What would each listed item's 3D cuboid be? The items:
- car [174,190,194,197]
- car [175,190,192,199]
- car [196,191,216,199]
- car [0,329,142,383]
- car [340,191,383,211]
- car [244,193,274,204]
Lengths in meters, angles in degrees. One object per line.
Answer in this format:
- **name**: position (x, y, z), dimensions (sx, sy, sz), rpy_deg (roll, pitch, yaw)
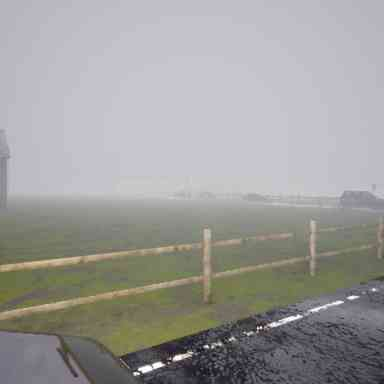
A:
- **car**: position (-1.836, 0.358, 71.785), dimensions (1.837, 1.490, 4.892), rpy_deg (0, 1, -36)
- **car**: position (-1.724, 0.599, 65.602), dimensions (1.994, 1.385, 4.181), rpy_deg (0, 1, -35)
- **car**: position (2.729, 0.593, 65.443), dimensions (1.837, 1.490, 4.892), rpy_deg (0, 1, -35)
- **car**: position (-2.167, 1.564, 1.526), dimensions (4.181, 1.385, 1.994), rpy_deg (0, 0, -36)
- **car**: position (19.068, 0.892, 36.296), dimensions (2.150, 2.045, 5.566), rpy_deg (0, 1, -36)
- **car**: position (9.879, 0.863, 49.173), dimensions (1.882, 1.535, 5.008), rpy_deg (0, 2, -35)
